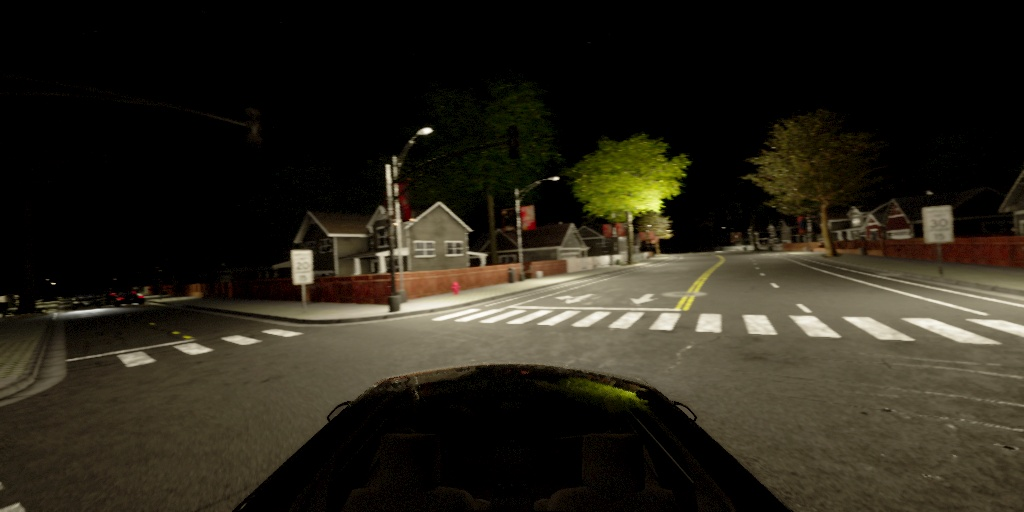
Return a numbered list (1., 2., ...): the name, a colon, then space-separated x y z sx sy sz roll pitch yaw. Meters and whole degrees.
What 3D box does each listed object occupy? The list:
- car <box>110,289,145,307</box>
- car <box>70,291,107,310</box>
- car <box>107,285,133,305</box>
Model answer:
1. car: -39.334 4.389 36.821 4.181 1.385 1.994 -4 -1 39
2. car: -43.021 4.552 36.246 4.902 1.511 2.128 -4 -1 39
3. car: -46.216 4.571 42.316 5.566 2.045 2.150 -4 -1 39
